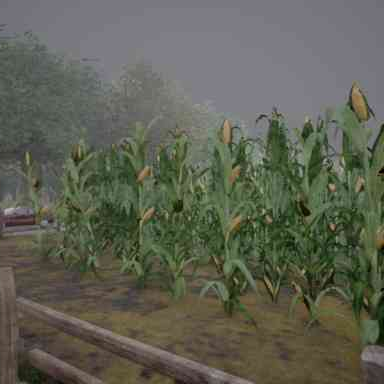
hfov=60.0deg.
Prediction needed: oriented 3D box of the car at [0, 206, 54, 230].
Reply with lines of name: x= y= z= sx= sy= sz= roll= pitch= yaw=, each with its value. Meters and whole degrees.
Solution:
car: x=-12.532 y=1.807 z=23.975 sx=1.882 sy=1.535 sz=5.008 roll=0 pitch=-1 yaw=34
